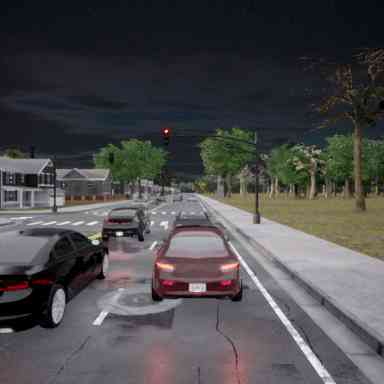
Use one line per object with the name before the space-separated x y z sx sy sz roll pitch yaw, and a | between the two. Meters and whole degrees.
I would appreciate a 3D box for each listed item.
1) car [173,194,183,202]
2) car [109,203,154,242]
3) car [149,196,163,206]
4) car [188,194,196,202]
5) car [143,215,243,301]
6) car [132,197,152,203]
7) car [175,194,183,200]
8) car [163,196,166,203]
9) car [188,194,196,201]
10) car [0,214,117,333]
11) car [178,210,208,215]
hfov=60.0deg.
car | -3.247 1.495 73.535 2.033 1.411 5.357 0 0 0
car | -3.124 1.504 16.400 1.837 1.490 4.892 0 0 -2
car | -6.586 1.471 55.533 2.128 1.511 4.902 0 0 0
car | 0.003 1.551 73.981 1.895 1.301 4.718 0 0 0
car | 0.102 1.525 8.178 1.812 1.442 4.674 0 0 0
car | -6.596 1.591 42.019 1.895 1.301 4.718 0 0 0
car | -3.246 1.328 83.956 1.812 1.442 4.674 0 0 0
car | -6.498 1.523 69.147 1.994 1.385 4.181 0 0 0
car | 0.004 1.329 83.955 2.128 1.511 4.902 0 0 0
car | -3.152 1.477 6.977 1.882 1.535 5.008 0 0 0
car | 0.045 1.600 17.344 1.895 1.301 4.718 0 0 1
